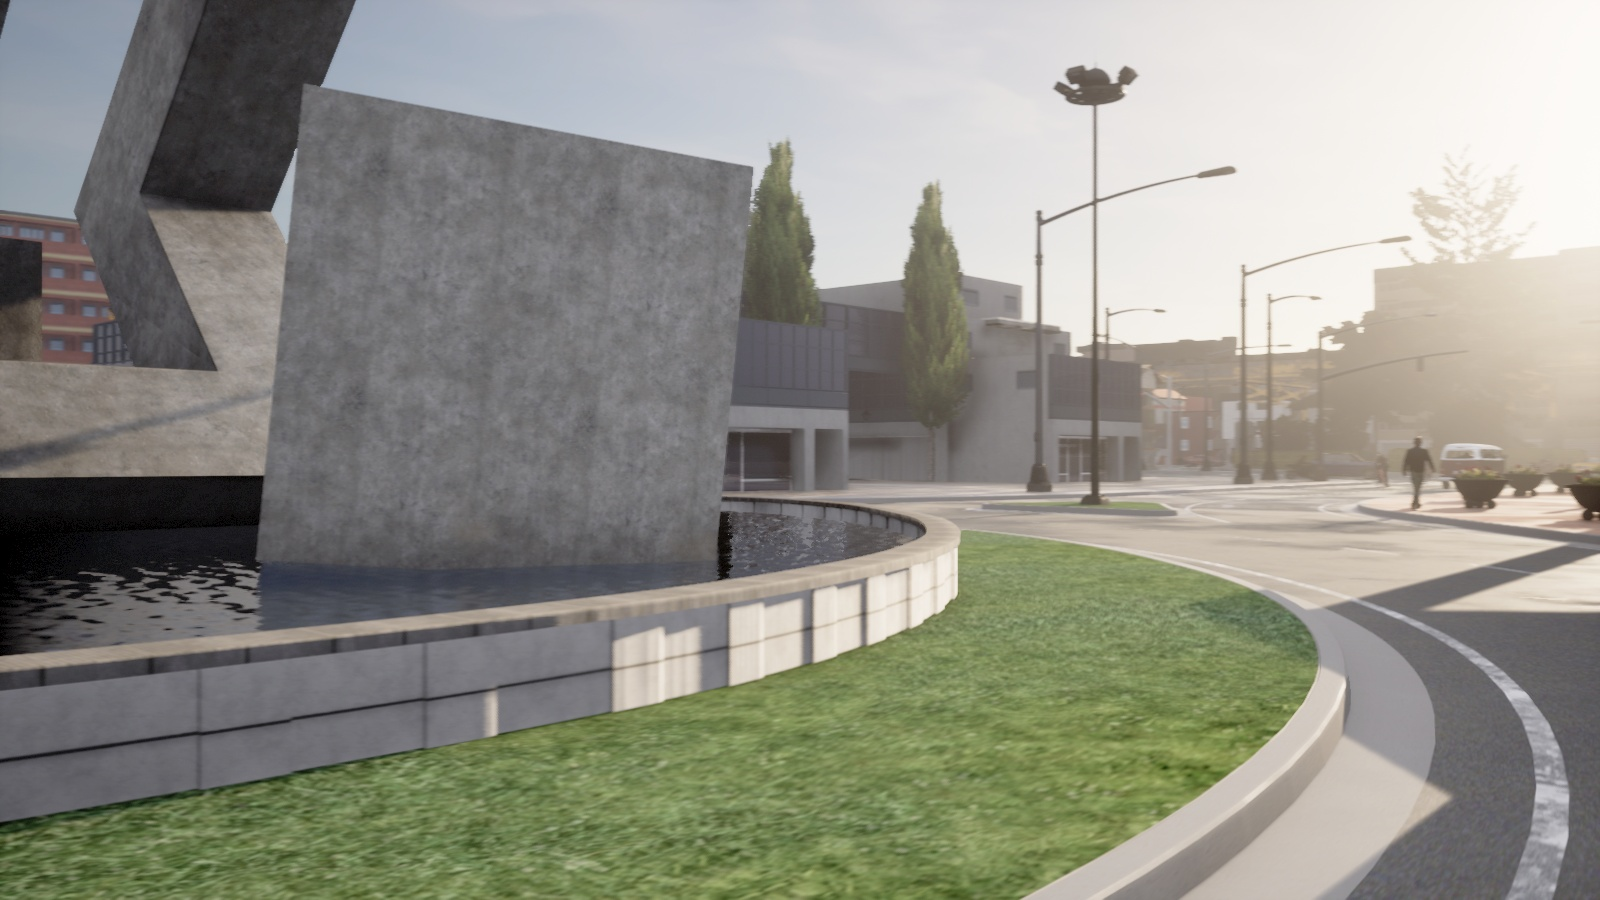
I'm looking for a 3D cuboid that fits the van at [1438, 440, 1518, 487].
[{"bbox_3d":[30.510,0.603,56.435,2.069,2.038,4.480,0,0,43],"label":"van"}]

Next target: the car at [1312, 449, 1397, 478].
[{"bbox_3d":[34.444,0.815,78.005,4.553,1.767,2.097,0,0,32],"label":"car"}]

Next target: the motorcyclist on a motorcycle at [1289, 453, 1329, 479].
[{"bbox_3d":[30.720,0.942,75.797,2.044,1.523,0.797,0,0,43],"label":"motorcyclist on a motorcycle"}]

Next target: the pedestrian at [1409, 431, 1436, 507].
[{"bbox_3d":[15.253,0.471,30.789,0.431,1.840,0.703,0,0,14],"label":"pedestrian"}]

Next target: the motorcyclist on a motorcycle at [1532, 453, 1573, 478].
[{"bbox_3d":[46.186,0.961,77.043,2.191,1.530,0.866,0,-1,-15],"label":"motorcyclist on a motorcycle"}]
